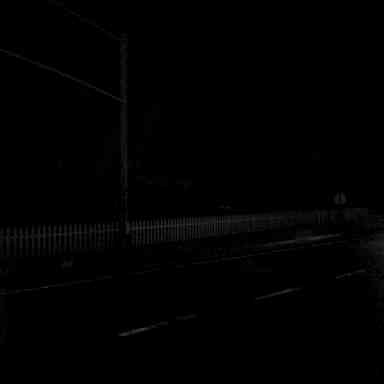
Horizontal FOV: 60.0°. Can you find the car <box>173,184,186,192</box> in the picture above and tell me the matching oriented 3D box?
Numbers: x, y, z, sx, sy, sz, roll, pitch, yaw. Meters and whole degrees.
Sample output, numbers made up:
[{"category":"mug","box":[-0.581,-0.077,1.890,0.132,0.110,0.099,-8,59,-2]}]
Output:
[{"category":"car","box":[-1.770,-0.473,64.499,2.150,2.045,5.566,0,6,-36]}]

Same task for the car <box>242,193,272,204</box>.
[{"category":"car","box":[10.429,1.083,48.161,2.150,2.045,5.566,0,2,-37]}]

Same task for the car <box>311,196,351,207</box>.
[{"category":"car","box":[17.820,1.481,44.205,2.128,1.511,4.902,0,0,-37]}]

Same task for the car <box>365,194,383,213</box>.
[{"category":"car","box":[20.929,1.221,34.319,2.150,2.045,5.566,0,0,-37]}]

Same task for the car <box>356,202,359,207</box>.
[{"category":"car","box":[20.781,1.344,46.096,2.097,1.767,4.553,0,0,-37]}]
